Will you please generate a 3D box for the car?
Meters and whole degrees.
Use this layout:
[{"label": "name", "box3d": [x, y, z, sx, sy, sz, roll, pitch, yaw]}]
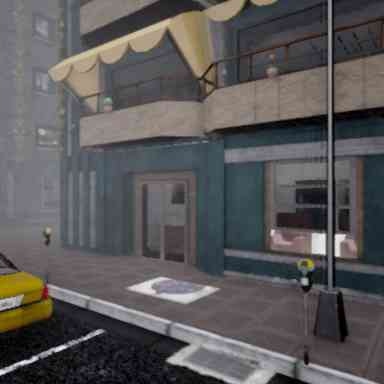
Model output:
[{"label": "car", "box3d": [-4.429, 1.493, 5.922, 4.829, 1.417, 1.752, 0, 0, 36]}]
